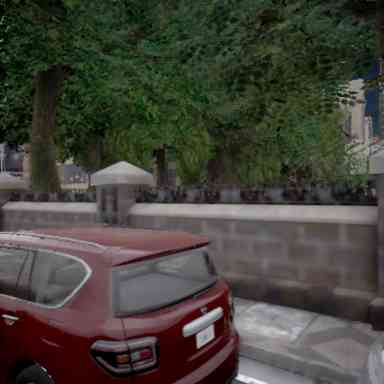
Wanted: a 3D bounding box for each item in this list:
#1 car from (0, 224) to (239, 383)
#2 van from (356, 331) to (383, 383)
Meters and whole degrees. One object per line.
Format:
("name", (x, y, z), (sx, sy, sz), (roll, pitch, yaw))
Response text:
("car", (-1.830, 1.352, 4.270), (5.009, 1.841, 2.192), (-1, 0, 35))
("van", (2.668, 1.325, 1.063), (3.998, 1.788, 1.690), (-1, 0, 35))
